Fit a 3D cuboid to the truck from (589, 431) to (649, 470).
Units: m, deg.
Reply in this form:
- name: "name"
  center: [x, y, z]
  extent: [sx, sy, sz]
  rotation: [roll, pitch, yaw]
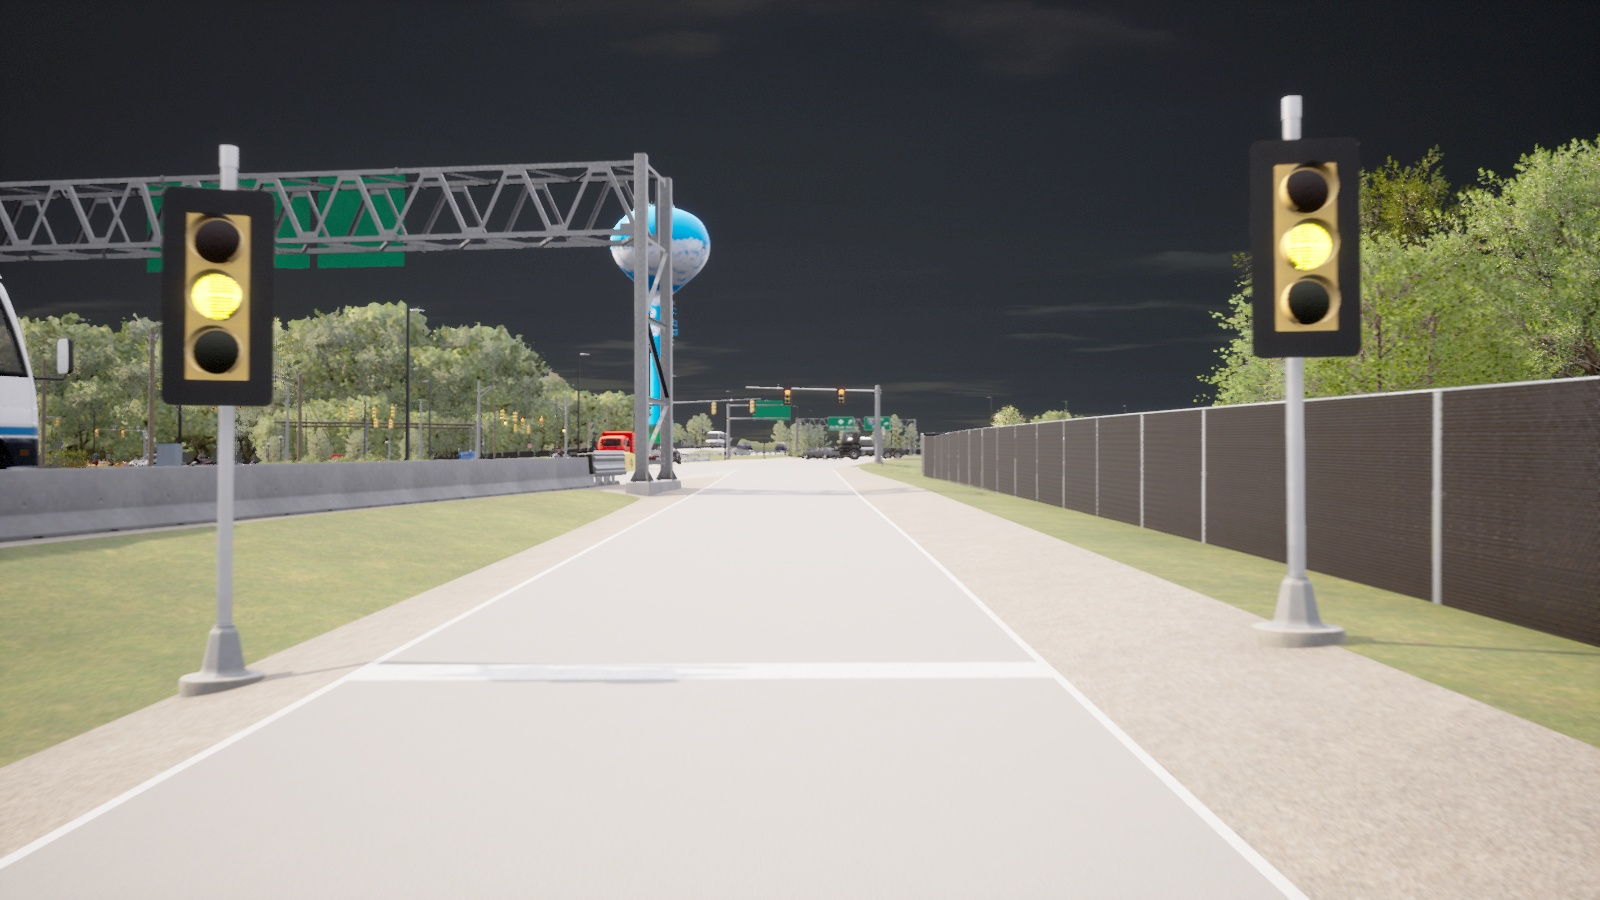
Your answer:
- name: "truck"
  center: [-11.883, 0.023, 83.003]
  extent: [2.627, 2.467, 5.204]
  rotation: [0, 0, 7]

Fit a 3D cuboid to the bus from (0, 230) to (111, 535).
- name: "bus"
  center: [-13.577, -0.937, 14.946]
  extent: [3.944, 4.253, 10.273]
  rotation: [0, 0, 9]
